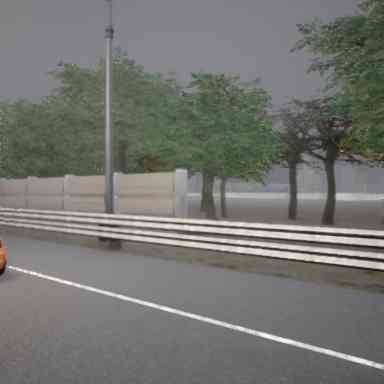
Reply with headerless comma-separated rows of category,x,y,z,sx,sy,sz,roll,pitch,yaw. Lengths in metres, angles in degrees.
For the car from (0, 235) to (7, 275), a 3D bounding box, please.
car,-7.031,1.343,9.031,4.553,1.767,2.097,0,0,36
